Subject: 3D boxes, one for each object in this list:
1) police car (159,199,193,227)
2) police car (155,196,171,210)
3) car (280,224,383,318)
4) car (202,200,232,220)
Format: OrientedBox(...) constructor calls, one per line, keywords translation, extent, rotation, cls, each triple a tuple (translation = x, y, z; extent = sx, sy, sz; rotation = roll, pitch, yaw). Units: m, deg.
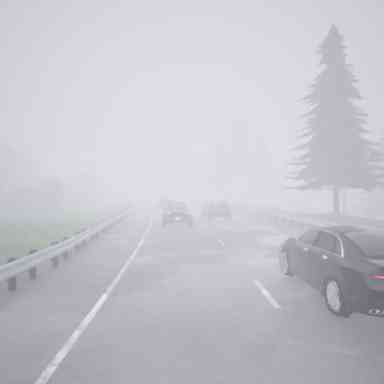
OrientedBox(translation=(-1.089, 1.466, 22.881), extent=(2.038, 1.542, 4.974), rotation=(0, 0, -5), cls="police car")
OrientedBox(translation=(-3.504, 1.359, 41.129), extent=(1.930, 1.638, 5.238), rotation=(0, 0, -9), cls="police car")
OrientedBox(translation=(3.411, 1.487, 7.422), extent=(1.837, 1.490, 4.892), rotation=(0, 0, -2), cls="car")
OrientedBox(translation=(1.959, 1.441, 27.422), extent=(2.128, 1.511, 4.902), rotation=(0, 0, -6), cls="car")
